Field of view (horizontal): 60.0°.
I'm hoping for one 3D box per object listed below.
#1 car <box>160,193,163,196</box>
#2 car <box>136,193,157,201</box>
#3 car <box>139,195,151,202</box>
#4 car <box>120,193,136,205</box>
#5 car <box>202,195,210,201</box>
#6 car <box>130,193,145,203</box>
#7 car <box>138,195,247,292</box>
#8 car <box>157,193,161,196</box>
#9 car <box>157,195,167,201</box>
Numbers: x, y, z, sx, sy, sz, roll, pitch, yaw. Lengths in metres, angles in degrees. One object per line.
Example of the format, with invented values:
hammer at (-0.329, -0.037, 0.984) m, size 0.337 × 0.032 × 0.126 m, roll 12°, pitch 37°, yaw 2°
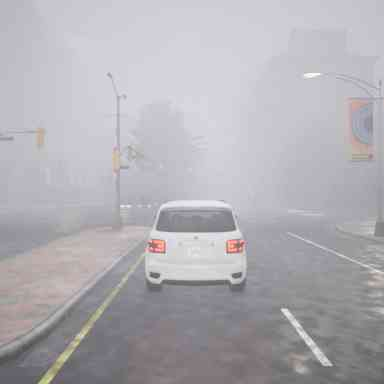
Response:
car at (-7.783, 1.225, 76.427) m, size 2.150 × 2.045 × 5.566 m, roll 0°, pitch 0°, yaw 0°
car at (-7.916, 1.352, 57.926) m, size 2.097 × 1.767 × 4.553 m, roll 0°, pitch 0°, yaw 0°
car at (-11.272, 1.525, 80.062) m, size 2.128 × 1.511 × 4.902 m, roll 0°, pitch 0°, yaw 0°
car at (-11.399, 1.491, 59.705) m, size 2.128 × 1.511 × 4.902 m, roll 0°, pitch 0°, yaw 1°
car at (3.756, 1.540, 89.897) m, size 2.033 × 1.411 × 5.357 m, roll 0°, pitch 0°, yaw 0°
car at (-11.302, 1.225, 69.624) m, size 2.150 × 2.045 × 5.566 m, roll 0°, pitch 0°, yaw 0°
car at (0.096, 1.221, 9.048) m, size 2.150 × 2.045 × 5.566 m, roll 0°, pitch 0°, yaw 0°
car at (-7.834, 1.526, 66.811) m, size 1.812 × 1.442 × 4.674 m, roll 0°, pitch 0°, yaw 1°
car at (-7.754, 1.552, 86.243) m, size 1.994 × 1.385 × 4.181 m, roll 0°, pitch 0°, yaw 0°
